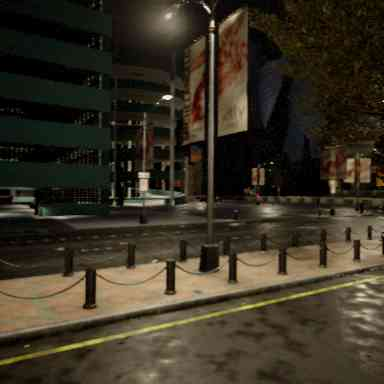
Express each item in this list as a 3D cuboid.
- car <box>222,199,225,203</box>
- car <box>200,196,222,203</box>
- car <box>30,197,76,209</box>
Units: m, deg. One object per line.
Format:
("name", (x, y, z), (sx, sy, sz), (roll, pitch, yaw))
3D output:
("car", (5.531, 1.781, 79.214), (4.902, 1.511, 2.128), (0, 0, 41))
("car", (3.914, 1.784, 76.033), (4.181, 1.385, 1.994), (0, 0, 41))
("car", (-14.832, 1.264, 35.746), (4.674, 1.452, 2.002), (1, 0, -32))
